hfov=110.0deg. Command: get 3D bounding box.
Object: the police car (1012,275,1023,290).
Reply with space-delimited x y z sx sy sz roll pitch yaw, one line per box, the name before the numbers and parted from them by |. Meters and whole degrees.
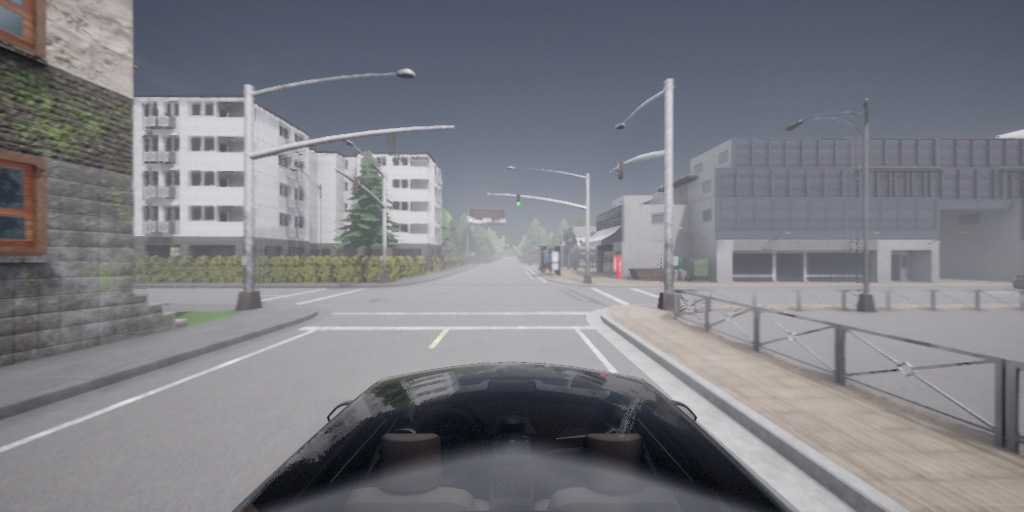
police car | 32.913 1.382 21.280 4.974 1.542 2.038 0 0 0
